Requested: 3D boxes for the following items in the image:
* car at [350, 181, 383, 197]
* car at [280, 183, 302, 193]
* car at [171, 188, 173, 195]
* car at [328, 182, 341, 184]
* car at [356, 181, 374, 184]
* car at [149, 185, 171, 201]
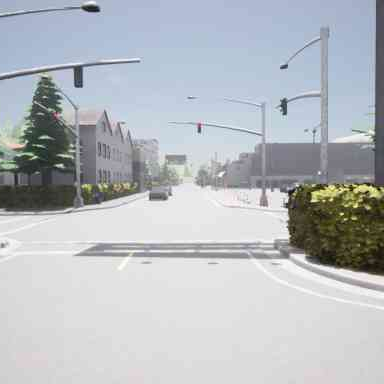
[{"bbox_3d":[22.148,-0.468,42.170,1.932,1.855,4.605,-1,2,-1],"label":"car"},{"bbox_3d":[15.130,-0.536,52.129,2.007,1.523,4.514,-1,2,-1],"label":"car"},{"bbox_3d":[-3.864,-0.205,48.470,2.128,1.511,4.902,-1,2,0],"label":"car"},{"bbox_3d":[25.149,-1.045,59.569,2.152,1.636,5.027,-1,2,-1],"label":"car"},{"bbox_3d":[18.925,-0.181,34.282,1.905,1.878,3.866,-1,2,-1],"label":"car"},{"bbox_3d":[-3.819,0.131,38.339,1.882,1.535,5.008,-1,2,0],"label":"car"}]
